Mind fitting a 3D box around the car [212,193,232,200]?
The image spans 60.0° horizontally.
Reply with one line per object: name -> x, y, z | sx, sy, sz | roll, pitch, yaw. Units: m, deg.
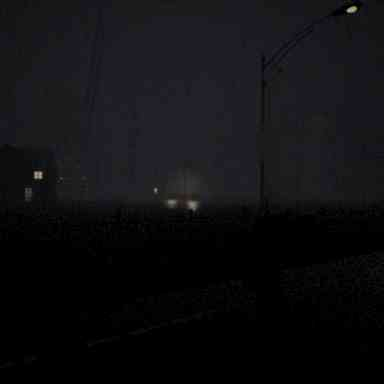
car -> 7.176, 1.166, 80.500 | 1.882, 1.535, 5.008 | 0, 1, -36

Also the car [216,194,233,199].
car -> 7.892, 1.103, 74.823 | 2.128, 1.511, 4.902 | 0, 1, -36

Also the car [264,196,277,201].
car -> 15.987, 1.363, 68.331 | 1.812, 1.442, 4.674 | 0, 1, -36
